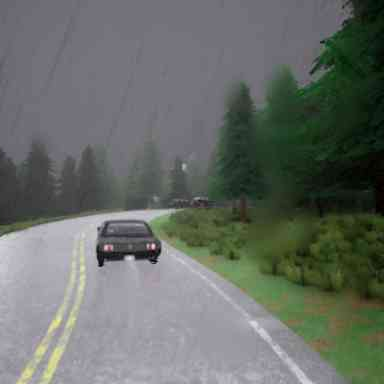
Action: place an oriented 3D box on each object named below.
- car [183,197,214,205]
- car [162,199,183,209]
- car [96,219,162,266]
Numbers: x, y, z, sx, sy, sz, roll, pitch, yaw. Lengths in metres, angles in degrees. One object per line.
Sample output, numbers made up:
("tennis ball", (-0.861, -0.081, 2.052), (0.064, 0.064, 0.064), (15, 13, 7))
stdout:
("car", (1.425, 1.362, 43.595), (1.882, 1.535, 5.008), (-5, -5, 37))
("car", (-1.680, 1.607, 45.120), (2.033, 1.411, 5.357), (-4, -4, 37))
("car", (-2.370, 1.610, 11.714), (1.895, 1.301, 4.718), (1, 0, -15))
